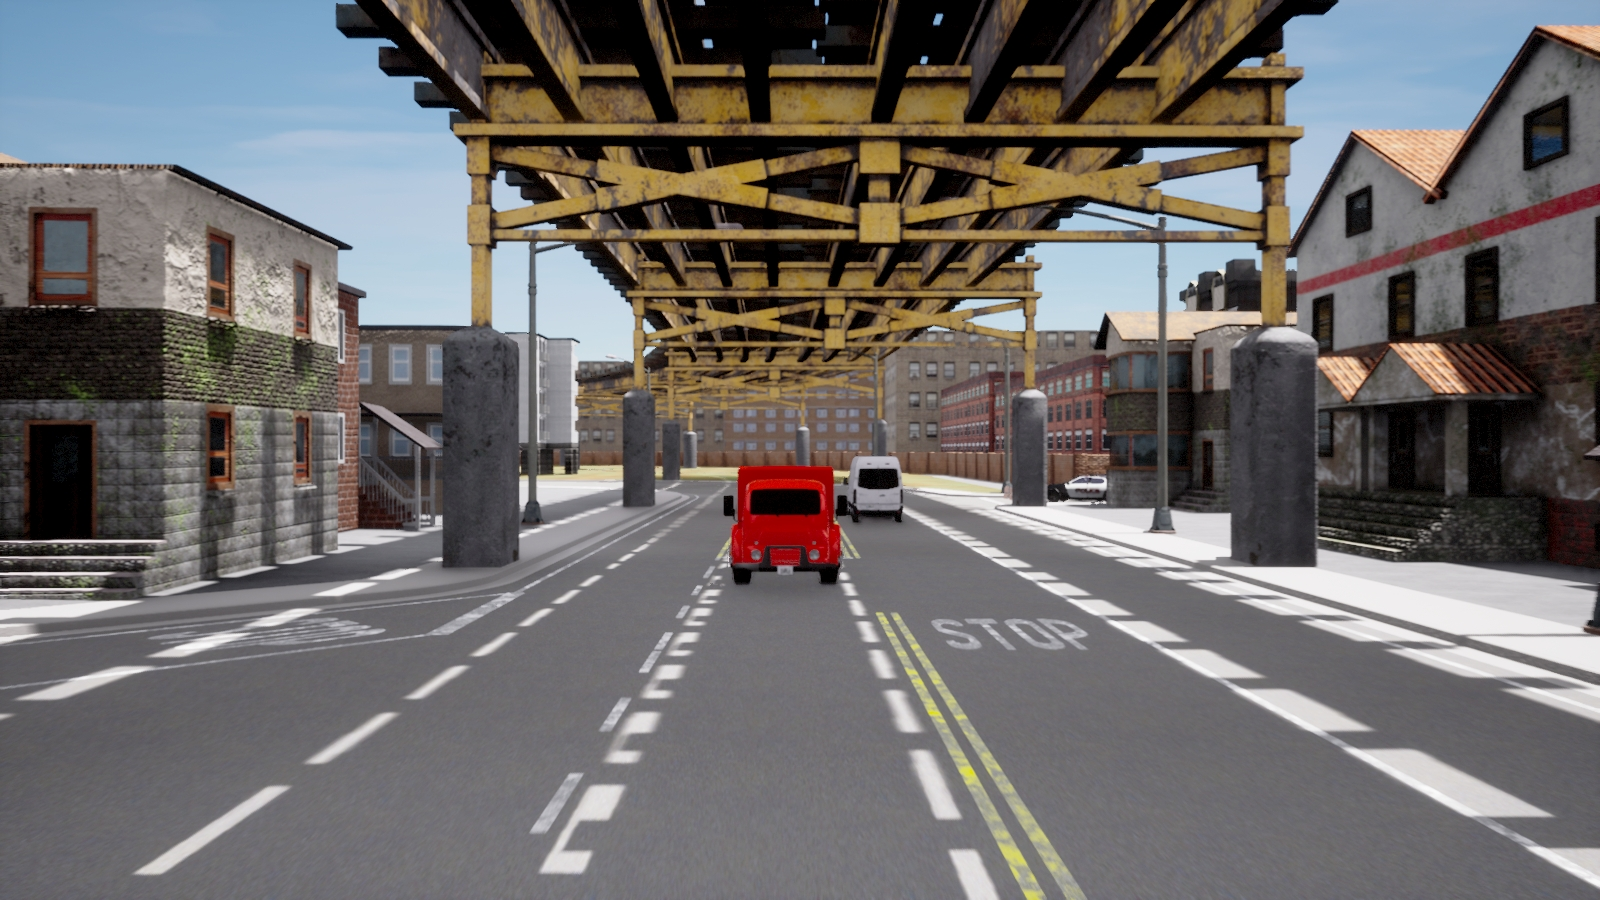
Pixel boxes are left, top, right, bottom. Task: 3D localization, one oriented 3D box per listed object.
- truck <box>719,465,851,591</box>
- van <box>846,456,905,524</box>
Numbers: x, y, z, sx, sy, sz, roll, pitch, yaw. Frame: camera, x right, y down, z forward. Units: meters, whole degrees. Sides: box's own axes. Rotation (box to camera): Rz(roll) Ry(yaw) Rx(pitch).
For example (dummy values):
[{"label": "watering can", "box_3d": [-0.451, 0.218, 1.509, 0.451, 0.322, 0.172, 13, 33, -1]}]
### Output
[{"label": "truck", "box_3d": [-0.317, 1.574, 25.211, 2.627, 2.467, 5.204, 0, 0, 0]}, {"label": "van", "box_3d": [2.986, 1.535, 46.500, 1.988, 2.561, 5.915, 0, 0, 0]}]
